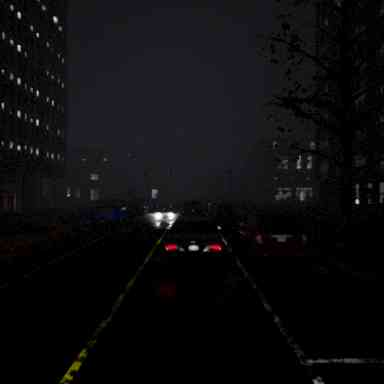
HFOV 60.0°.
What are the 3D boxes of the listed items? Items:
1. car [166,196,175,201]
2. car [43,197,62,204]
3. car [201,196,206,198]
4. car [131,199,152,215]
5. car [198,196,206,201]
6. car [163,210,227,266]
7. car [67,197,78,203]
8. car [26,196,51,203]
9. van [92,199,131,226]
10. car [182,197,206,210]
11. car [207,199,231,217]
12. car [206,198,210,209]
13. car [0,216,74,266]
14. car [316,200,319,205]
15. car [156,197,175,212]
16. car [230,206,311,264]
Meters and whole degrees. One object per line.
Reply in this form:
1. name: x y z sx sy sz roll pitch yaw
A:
1. car: -5.737 1.656 89.479 2.008 1.369 4.403 0 0 0
2. car: -25.445 1.492 58.431 4.403 1.369 2.008 0 -1 1
3. car: 2.668 1.605 46.037 2.008 1.369 4.403 0 0 0
4. car: -5.705 1.481 34.665 1.967 1.590 4.097 0 0 0
5. car: 2.644 1.687 89.469 1.802 1.307 4.206 0 0 0
6. car: 0.062 1.562 11.502 2.033 1.411 5.357 0 0 0
7. car: -25.488 1.520 66.813 4.829 1.417 1.752 0 -1 1
8. car: -30.855 1.554 66.893 4.206 1.307 1.802 0 -1 1
9. van: -5.699 1.369 23.281 1.690 1.788 3.998 0 0 0
10. car: 0.071 1.516 32.299 1.882 1.535 5.008 0 0 0
11. car: 2.678 1.586 28.961 2.008 1.369 4.403 0 0 0
12. car: 2.675 1.586 34.653 1.887 1.381 4.507 0 0 0
13. car: -5.693 1.540 11.726 1.752 1.417 4.829 0 0 0
14. car: 23.613 1.748 57.668 4.206 1.307 1.802 0 -1 1
15. car: -3.105 1.647 39.379 1.895 1.301 4.718 0 0 0
16. car: 2.688 1.455 11.885 1.967 1.590 4.097 0 0 0
